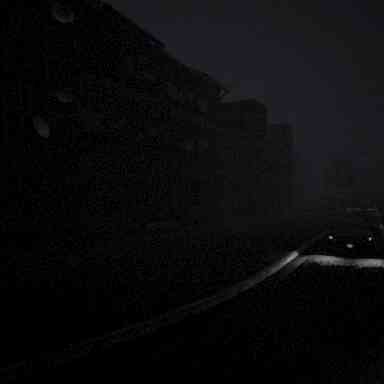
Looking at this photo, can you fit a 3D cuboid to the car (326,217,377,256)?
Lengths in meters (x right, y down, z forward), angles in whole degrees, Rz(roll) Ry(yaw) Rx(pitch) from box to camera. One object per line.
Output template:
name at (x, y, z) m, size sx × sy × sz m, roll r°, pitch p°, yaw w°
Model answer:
car at (7.271, 1.887, 15.103) m, size 1.812 × 1.442 × 4.674 m, roll -1°, pitch -2°, yaw 28°

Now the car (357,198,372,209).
car at (26.515, 1.728, 51.094) m, size 1.812 × 1.442 × 4.674 m, roll -1°, pitch 2°, yaw 29°
